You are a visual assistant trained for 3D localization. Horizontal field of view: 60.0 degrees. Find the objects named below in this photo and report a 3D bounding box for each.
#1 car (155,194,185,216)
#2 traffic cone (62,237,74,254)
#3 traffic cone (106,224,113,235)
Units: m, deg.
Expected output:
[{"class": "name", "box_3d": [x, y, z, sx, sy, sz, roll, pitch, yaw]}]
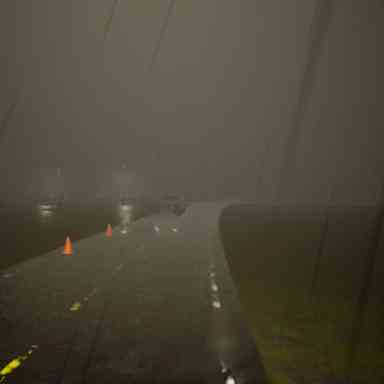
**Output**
[{"class": "car", "box_3d": [-1.988, 1.208, 32.184, 2.150, 2.045, 5.566, 0, 0, 6]}, {"class": "traffic cone", "box_3d": [-4.552, 1.943, 12.236, 0.340, 0.580, 0.340, 0, 0, 2]}, {"class": "traffic cone", "box_3d": [-4.302, 1.941, 17.269, 0.340, 0.580, 0.340, 0, 0, 3]}]
